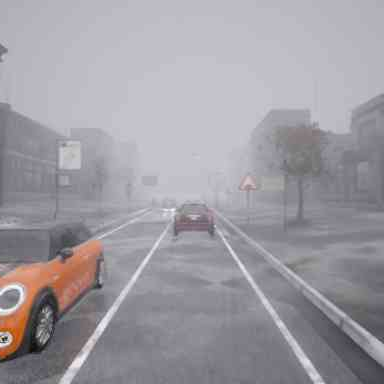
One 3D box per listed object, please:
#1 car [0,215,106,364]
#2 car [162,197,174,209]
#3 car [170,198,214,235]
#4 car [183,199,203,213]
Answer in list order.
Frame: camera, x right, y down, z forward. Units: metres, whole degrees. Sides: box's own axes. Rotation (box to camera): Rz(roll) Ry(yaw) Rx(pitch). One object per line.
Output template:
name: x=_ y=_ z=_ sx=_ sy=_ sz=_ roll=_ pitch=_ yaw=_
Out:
car: x=-3.101 y=1.350 z=6.098 sx=2.097 sy=1.767 sz=4.553 roll=0 pitch=0 yaw=0
car: x=-3.095 y=1.492 z=46.495 sx=2.128 sy=1.511 sz=4.902 roll=0 pitch=-1 yaw=0
car: x=0.095 y=1.333 z=18.734 sx=2.097 sy=1.767 sz=4.553 roll=0 pitch=0 yaw=0
car: x=0.084 y=1.498 z=36.831 sx=2.033 sy=1.411 sz=5.357 roll=0 pitch=0 yaw=0
